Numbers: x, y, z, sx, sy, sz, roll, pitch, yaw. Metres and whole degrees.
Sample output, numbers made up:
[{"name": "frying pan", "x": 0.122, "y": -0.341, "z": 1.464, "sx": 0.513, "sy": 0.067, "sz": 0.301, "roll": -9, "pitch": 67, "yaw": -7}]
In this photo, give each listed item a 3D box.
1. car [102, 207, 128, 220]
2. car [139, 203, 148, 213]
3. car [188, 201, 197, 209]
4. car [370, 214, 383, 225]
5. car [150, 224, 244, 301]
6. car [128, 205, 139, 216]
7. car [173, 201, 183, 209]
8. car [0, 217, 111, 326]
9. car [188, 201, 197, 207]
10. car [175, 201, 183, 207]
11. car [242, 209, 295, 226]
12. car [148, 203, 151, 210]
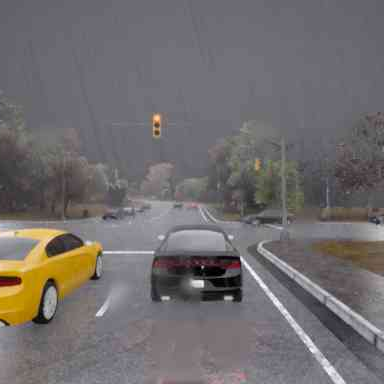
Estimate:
[{"name": "car", "x": -10.507, "y": 2.988, "z": 44.740, "sx": 2.033, "sy": 1.411, "sz": 5.357, "roll": 0, "pitch": -2, "yaw": 1}, {"name": "car", "x": -10.390, "y": 3.227, "z": 64.715, "sx": 2.128, "sy": 1.511, "sz": 4.902, "roll": 0, "pitch": 0, "yaw": 1}, {"name": "car", "x": 0.179, "y": 3.019, "z": 76.147, "sx": 2.097, "sy": 1.767, "sz": 4.553, "roll": 0, "pitch": 0, "yaw": 0}, {"name": "car", "x": 19.403, "y": 2.500, "z": 31.786, "sx": 4.181, "sy": 1.385, "sz": 1.994, "roll": 0, "pitch": -2, "yaw": -3}, {"name": "car", "x": 0.104, "y": 1.563, "z": 8.515, "sx": 1.882, "sy": 1.535, "sz": 5.008, "roll": 0, "pitch": -1, "yaw": 0}, {"name": "car", "x": -10.457, "y": 3.195, "z": 54.610, "sx": 1.812, "sy": 1.442, "sz": 4.674, "roll": 0, "pitch": -1, "yaw": 0}, {"name": "car", "x": -3.322, "y": 3.160, "z": 76.660, "sx": 1.837, "sy": 1.490, "sz": 4.892, "roll": 0, "pitch": 0, "yaw": 0}, {"name": "car", "x": -3.404, "y": 1.541, "z": 7.274, "sx": 1.882, "sy": 1.535, "sz": 5.008, "roll": 0, "pitch": -1, "yaw": 0}, {"name": "car", "x": 0.100, "y": 3.136, "z": 86.304, "sx": 2.033, "sy": 1.411, "sz": 5.357, "roll": 0, "pitch": 0, "yaw": -3}, {"name": "car", "x": -3.416, "y": 3.141, "z": 86.729, "sx": 1.994, "sy": 1.385, "sz": 4.181, "roll": 0, "pitch": 0, "yaw": -3}, {"name": "car", "x": 7.211, "y": 2.425, "z": 31.468, "sx": 4.892, "sy": 1.490, "sz": 1.837, "roll": 0, "pitch": -2, "yaw": -1}, {"name": "car", "x": -10.325, "y": 3.208, "z": 75.295, "sx": 2.033, "sy": 1.411, "sz": 5.357, "roll": 0, "pitch": 0, "yaw": 0}]
